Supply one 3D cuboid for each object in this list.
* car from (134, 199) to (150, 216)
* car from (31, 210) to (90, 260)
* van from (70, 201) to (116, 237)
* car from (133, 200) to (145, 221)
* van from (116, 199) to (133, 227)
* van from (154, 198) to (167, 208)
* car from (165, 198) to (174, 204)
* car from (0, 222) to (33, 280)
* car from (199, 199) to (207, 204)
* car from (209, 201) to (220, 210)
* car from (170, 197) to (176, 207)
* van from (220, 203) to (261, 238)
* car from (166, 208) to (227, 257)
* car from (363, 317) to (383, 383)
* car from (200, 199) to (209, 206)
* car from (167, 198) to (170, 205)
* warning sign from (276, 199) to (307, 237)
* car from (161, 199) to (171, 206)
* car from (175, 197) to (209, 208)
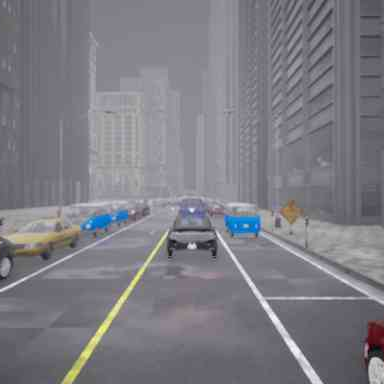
[{"bbox_3d":[-5.761,1.679,35.799,2.192,1.841,5.009,0,-1,0],"label":"car"},{"bbox_3d":[-5.764,1.660,13.065,1.752,1.417,4.829,0,-1,0],"label":"car"},{"bbox_3d":[-5.764,1.534,18.877,1.690,1.788,3.998,0,-1,0],"label":"van"},{"bbox_3d":[-5.762,1.747,30.157,1.967,1.590,4.097,0,-1,0],"label":"car"},{"bbox_3d":[-5.763,1.591,24.517,1.690,1.788,3.998,0,-1,0],"label":"van"},{"bbox_3d":[-5.757,1.932,58.362,1.690,1.788,3.998,0,-1,0],"label":"van"},{"bbox_3d":[-5.752,2.311,86.563,1.967,1.590,4.097,0,-1,0],"label":"car"},{"bbox_3d":[-5.765,1.630,7.594,2.008,1.369,4.403,0,-1,0],"label":"car"},{"bbox_3d":[2.774,2.421,86.563,2.008,1.369,4.403,0,-1,0],"label":"car"},{"bbox_3d":[2.765,1.946,35.799,1.802,1.307,4.206,0,-1,0],"label":"car"},{"bbox_3d":[-3.006,2.200,64.568,2.033,1.411,5.357,0,-1,1],"label":"car"},{"bbox_3d":[2.761,1.534,18.880,1.690,1.788,3.998,0,-1,0],"label":"van"},{"bbox_3d":[0.020,1.631,13.499,2.128,1.511,4.902,0,0,0],"label":"car"},{"bbox_3d":[2.759,1.566,1.957,1.887,1.381,4.507,0,-1,0],"label":"car"},{"bbox_3d":[2.772,2.305,75.282,1.887,1.381,4.507,0,-1,0],"label":"car"},{"bbox_3d":[-5.755,2.192,64.000,1.887,1.381,4.507,0,-1,0],"label":"car"},{"bbox_3d":[5.073,1.289,17.020,1.300,1.860,1.060,0,0,0],"label":"warning sign"},{"bbox_3d":[-5.753,2.326,75.280,1.947,1.339,4.313,0,-1,0],"label":"car"},{"bbox_3d":[0.013,1.506,27.559,2.150,2.045,5.566,0,0,0],"label":"car"}]
